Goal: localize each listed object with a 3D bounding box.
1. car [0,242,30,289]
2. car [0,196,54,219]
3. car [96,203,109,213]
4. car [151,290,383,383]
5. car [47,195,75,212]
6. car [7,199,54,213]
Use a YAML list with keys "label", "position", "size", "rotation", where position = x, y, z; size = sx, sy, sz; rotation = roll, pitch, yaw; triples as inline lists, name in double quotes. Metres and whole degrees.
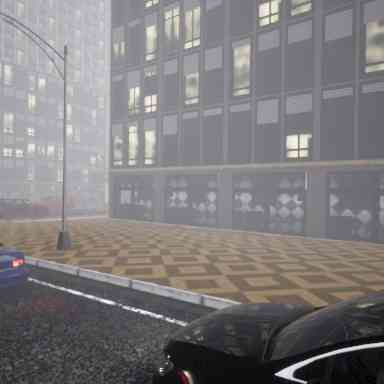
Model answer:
- label: "car"
  position: [-6.046, 1.543, 8.016]
  size: [5.357, 1.411, 2.033]
  rotation: [0, 0, 36]
- label: "car"
  position: [-15.999, 1.517, 30.922]
  size: [2.192, 1.841, 5.009]
  rotation: [1, 0, 37]
- label: "car"
  position: [-9.183, 1.828, 40.120]
  size: [1.752, 1.417, 4.829]
  rotation: [1, 0, 37]
- label: "car"
  position: [1.874, 1.505, 2.346]
  size: [4.892, 1.490, 1.837]
  rotation: [0, 0, 35]
- label: "car"
  position: [-16.737, 1.388, 39.619]
  size: [2.150, 2.045, 5.566]
  rotation: [1, 0, 37]
- label: "car"
  position: [-19.478, 1.641, 40.304]
  size: [1.752, 1.417, 4.829]
  rotation: [1, 0, 37]
